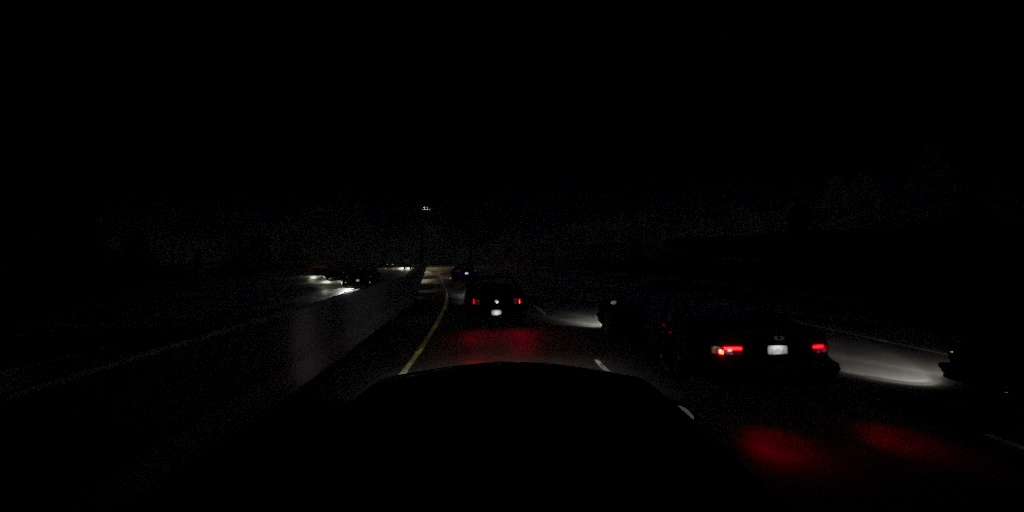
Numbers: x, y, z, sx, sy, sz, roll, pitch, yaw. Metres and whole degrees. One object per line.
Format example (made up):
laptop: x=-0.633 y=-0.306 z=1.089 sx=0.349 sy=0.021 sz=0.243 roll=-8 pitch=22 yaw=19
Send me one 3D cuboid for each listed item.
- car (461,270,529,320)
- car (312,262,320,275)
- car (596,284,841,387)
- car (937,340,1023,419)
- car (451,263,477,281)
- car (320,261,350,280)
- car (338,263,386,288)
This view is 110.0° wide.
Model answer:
car: x=-0.704 y=1.337 z=12.531 sx=1.895 sy=1.301 sz=4.718 roll=0 pitch=0 yaw=-7
car: x=-20.846 y=1.297 z=40.257 sx=1.882 sy=1.535 sz=5.008 roll=0 pitch=0 yaw=-13
car: x=3.314 y=1.272 z=7.204 sx=2.033 sy=1.411 sz=5.357 roll=0 pitch=0 yaw=-4
car: x=6.998 y=1.266 z=2.542 sx=2.033 sy=1.411 sz=5.357 roll=0 pitch=0 yaw=-1
car: x=-3.921 y=1.291 z=29.589 sx=1.994 sy=1.385 sz=4.181 roll=0 pitch=0 yaw=-12
car: x=-15.566 y=1.275 z=32.757 sx=1.882 sy=1.535 sz=5.008 roll=0 pitch=0 yaw=-13
car: x=-10.109 y=1.340 z=24.454 sx=1.994 sy=1.385 sz=4.181 roll=0 pitch=0 yaw=-12
